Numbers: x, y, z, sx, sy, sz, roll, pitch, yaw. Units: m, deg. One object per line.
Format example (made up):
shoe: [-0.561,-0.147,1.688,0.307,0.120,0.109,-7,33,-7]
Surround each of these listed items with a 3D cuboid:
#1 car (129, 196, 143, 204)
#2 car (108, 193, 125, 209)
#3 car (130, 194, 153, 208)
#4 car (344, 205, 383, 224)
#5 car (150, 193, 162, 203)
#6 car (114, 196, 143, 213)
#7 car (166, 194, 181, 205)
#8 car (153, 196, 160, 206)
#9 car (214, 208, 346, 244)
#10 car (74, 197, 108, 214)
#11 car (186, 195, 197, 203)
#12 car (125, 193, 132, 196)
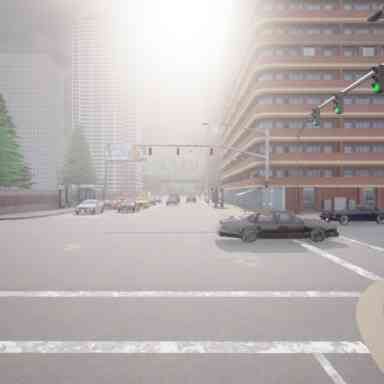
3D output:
car: [-10.646,1.505,64.025,1.837,1.490,4.892,0,0,0]
car: [-10.669,1.352,43.879,2.097,1.767,4.553,0,0,0]
car: [-7.173,1.477,47.109,1.882,1.535,5.008,0,0,0]
car: [11.385,1.545,23.200,4.718,1.301,1.895,0,0,-13]
car: [-7.132,1.526,66.812,1.812,1.442,4.674,0,0,0]
car: [-7.145,1.526,37.770,1.812,1.442,4.674,0,0,0]
car: [-3.493,1.547,58.193,2.033,1.411,5.357,0,0,0]
car: [-7.175,1.491,56.588,2.128,1.511,4.902,0,0,0]
car: [3.736,1.512,15.133,5.357,1.411,2.033,0,0,-2]
car: [-10.655,1.526,34.933,1.812,1.442,4.674,0,0,2]
car: [-0.112,1.350,69.683,2.097,1.767,4.553,0,0,0]
car: [-10.679,1.221,53.608,2.150,2.045,5.566,0,0,0]
